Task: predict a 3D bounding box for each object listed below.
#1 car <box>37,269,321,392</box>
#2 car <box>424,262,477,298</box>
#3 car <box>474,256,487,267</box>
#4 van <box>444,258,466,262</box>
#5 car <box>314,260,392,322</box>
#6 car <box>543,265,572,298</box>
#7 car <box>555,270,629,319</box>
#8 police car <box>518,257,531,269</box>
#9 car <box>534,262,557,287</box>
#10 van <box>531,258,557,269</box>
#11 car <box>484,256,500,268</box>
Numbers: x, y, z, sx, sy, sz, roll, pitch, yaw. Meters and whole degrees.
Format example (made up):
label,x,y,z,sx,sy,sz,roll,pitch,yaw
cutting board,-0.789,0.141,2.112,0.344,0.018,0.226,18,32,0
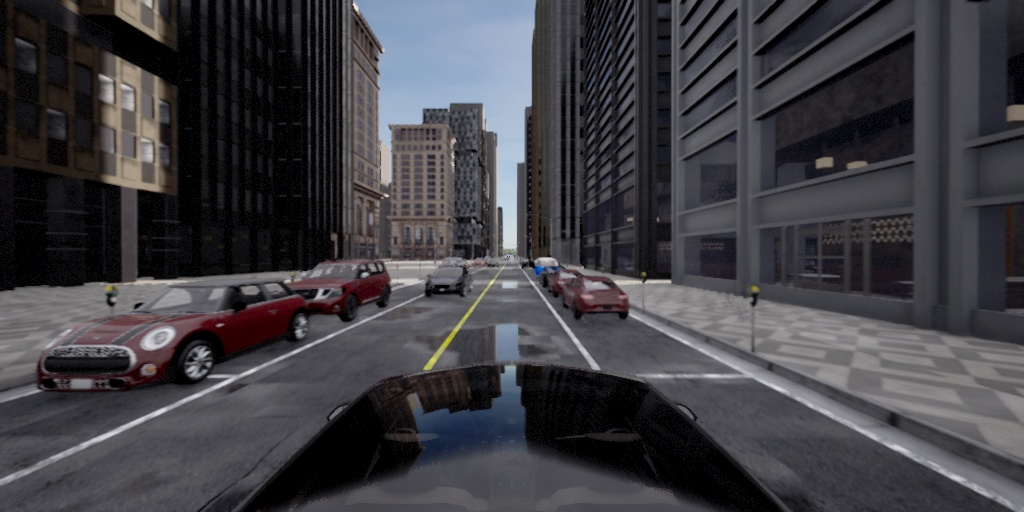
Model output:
label,x,y,z,sx,sy,sz,roll,pitch,yaw
car,-5.764,1.184,6.794,1.967,1.591,4.097,0,0,0
car,-3.102,1.236,18.294,1.837,1.490,4.892,0,0,0
car,-5.772,1.113,63.204,1.967,1.591,4.097,0,0,0
van,-5.768,1.051,35.000,1.690,1.789,3.998,0,0,0
car,-5.764,1.052,12.436,2.192,1.841,5.009,0,0,0
car,2.760,1.313,18.082,1.802,1.307,4.207,0,0,0
car,2.761,1.320,12.441,1.802,1.307,4.207,0,0,0
police car,2.359,1.112,53.771,1.930,1.638,5.238,0,0,0
car,2.759,1.290,23.722,1.948,1.339,4.313,0,0,0
van,2.758,1.059,29.363,1.690,1.789,3.998,0,0,0
car,-3.061,1.183,58.942,1.837,1.490,4.892,0,0,0
